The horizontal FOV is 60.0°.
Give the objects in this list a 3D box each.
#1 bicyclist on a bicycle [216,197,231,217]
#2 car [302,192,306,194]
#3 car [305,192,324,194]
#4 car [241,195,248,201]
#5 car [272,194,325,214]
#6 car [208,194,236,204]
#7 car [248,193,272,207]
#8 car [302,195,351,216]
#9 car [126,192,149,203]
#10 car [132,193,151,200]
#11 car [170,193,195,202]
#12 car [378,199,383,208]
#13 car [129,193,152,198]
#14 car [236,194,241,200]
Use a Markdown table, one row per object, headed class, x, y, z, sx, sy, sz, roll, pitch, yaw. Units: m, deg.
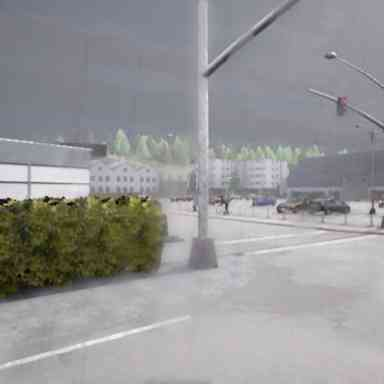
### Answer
| class | x | y | z | sx | sy | sz | roll | pitch | yaw |
| --- | --- | --- | --- | --- | --- | --- | --- | --- | --- |
| bicyclist on a bicycle | 2.712 | 1.274 | 28.270 | 1.656 | 1.620 | 0.582 | 0 | 0 | -35 |
| car | 21.287 | 1.000 | 62.568 | 3.866 | 1.878 | 1.905 | 0 | 0 | -35 |
| car | 23.288 | 1.020 | 60.422 | 4.605 | 1.855 | 1.932 | 0 | 0 | -35 |
| car | 13.964 | 1.076 | 73.060 | 5.027 | 1.636 | 2.152 | 0 | 0 | -35 |
| car | 10.631 | 1.291 | 32.738 | 5.027 | 1.636 | 2.152 | 0 | 0 | -35 |
| car | 4.459 | 1.247 | 55.063 | 4.514 | 1.523 | 2.007 | 0 | 0 | -35 |
| car | 10.144 | 1.269 | 46.844 | 3.633 | 1.501 | 1.845 | 0 | 0 | -35 |
| car | 12.470 | 1.300 | 30.196 | 4.514 | 1.523 | 2.007 | 0 | 0 | -35 |
| car | -10.420 | 1.035 | 63.876 | 3.866 | 1.878 | 1.905 | 0 | 0 | -35 |
| car | -13.634 | 1.104 | 89.186 | 4.553 | 1.767 | 2.097 | 0 | 0 | -35 |
| car | -2.087 | 1.044 | 65.684 | 4.605 | 1.855 | 1.932 | 0 | 0 | -35 |
| car | 26.021 | 1.318 | 43.301 | 3.806 | 1.475 | 1.970 | 0 | 0 | -35 |
| car | -9.018 | 1.320 | 60.800 | 3.806 | 1.475 | 1.970 | 0 | 0 | -35 |
| car | 10.026 | 1.155 | 78.137 | 3.806 | 1.475 | 1.970 | 0 | 0 | -35 |
